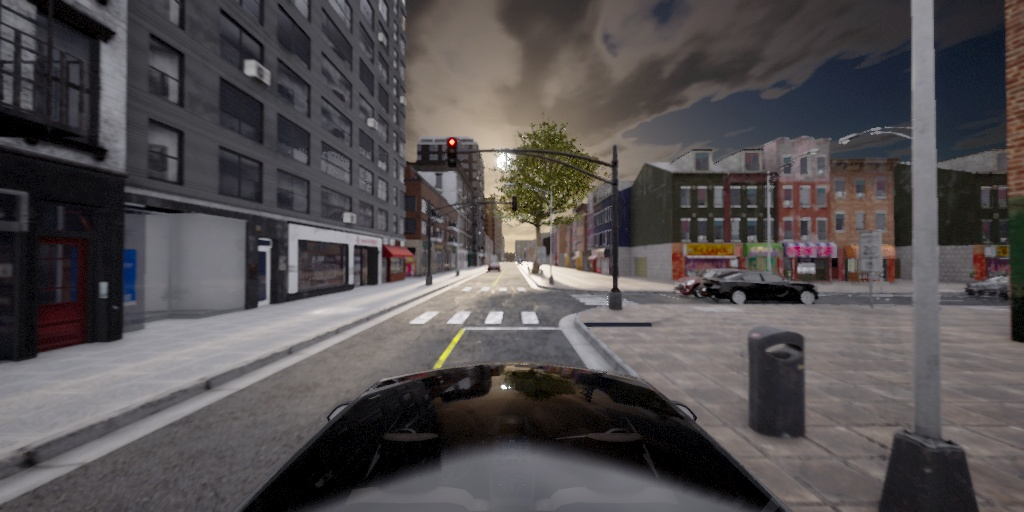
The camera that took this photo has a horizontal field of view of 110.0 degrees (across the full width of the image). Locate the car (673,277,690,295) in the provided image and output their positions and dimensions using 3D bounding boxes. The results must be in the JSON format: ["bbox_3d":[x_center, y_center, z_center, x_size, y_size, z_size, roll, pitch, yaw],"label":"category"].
[{"bbox_3d":[10.924,1.407,19.321,4.097,1.591,1.967,0,0,0],"label":"car"}]

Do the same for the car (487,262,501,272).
[{"bbox_3d":[-2.809,1.692,56.540,1.882,1.535,5.008,0,-1,0],"label":"car"}]

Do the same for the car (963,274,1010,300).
[{"bbox_3d":[27.226,1.610,19.358,4.403,1.370,2.007,0,0,0],"label":"car"}]

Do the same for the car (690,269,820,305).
[{"bbox_3d":[11.404,1.419,16.693,5.008,1.535,1.882,0,-1,0],"label":"car"}]
